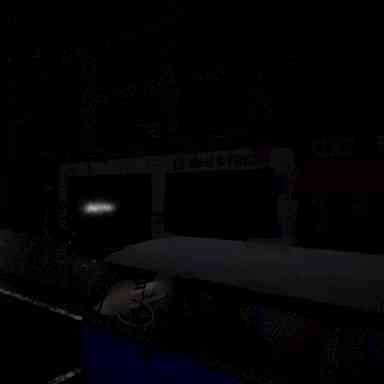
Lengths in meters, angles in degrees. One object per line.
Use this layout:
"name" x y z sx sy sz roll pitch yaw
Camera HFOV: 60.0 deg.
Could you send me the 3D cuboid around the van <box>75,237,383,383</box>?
"van" 0.829 1.341 2.485 3.998 1.788 1.690 0 0 36
